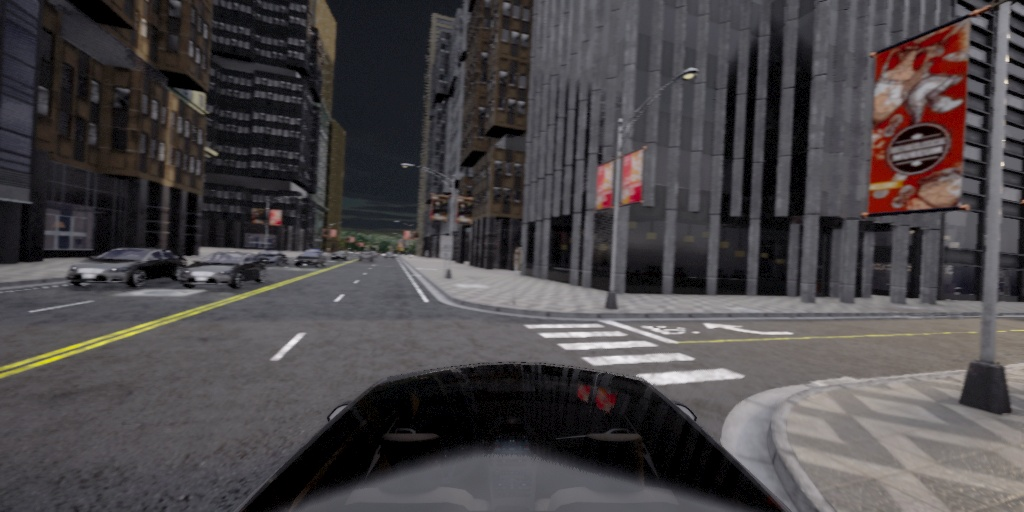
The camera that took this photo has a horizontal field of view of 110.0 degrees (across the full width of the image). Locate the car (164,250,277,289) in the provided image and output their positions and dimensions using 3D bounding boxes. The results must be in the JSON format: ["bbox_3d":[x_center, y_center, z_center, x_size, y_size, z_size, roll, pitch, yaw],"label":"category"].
[{"bbox_3d":[-12.607,0.566,16.005,2.128,1.511,4.902,3,0,-19],"label":"car"}]

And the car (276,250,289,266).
[{"bbox_3d":[-21.424,0.146,31.978,1.994,1.385,4.181,3,0,-19],"label":"car"}]

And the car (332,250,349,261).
[{"bbox_3d":[-24.149,-0.049,50.445,1.837,1.490,4.892,3,0,-19],"label":"car"}]

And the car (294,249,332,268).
[{"bbox_3d":[-18.247,0.296,32.704,2.033,1.411,5.357,3,0,-19],"label":"car"}]

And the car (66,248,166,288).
[{"bbox_3d":[-15.690,0.405,14.982,2.128,1.511,4.902,3,0,-19],"label":"car"}]

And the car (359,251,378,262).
[{"bbox_3d":[-21.528,0.029,53.140,2.128,1.511,4.902,3,0,-19],"label":"car"}]
